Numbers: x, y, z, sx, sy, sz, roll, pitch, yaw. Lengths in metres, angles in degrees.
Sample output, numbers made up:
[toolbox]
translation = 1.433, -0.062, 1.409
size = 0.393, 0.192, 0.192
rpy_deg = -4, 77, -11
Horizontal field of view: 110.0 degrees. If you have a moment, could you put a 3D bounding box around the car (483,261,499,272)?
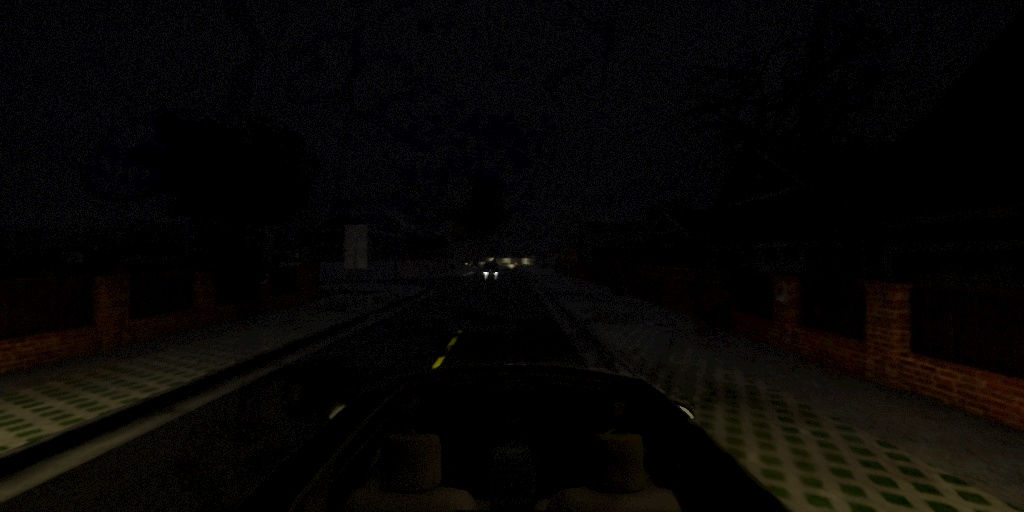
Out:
[car]
translation = -2.620, 1.311, 45.833
size = 2.033, 1.411, 5.357
rpy_deg = 0, 0, 0
